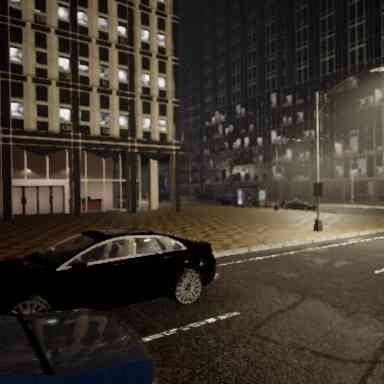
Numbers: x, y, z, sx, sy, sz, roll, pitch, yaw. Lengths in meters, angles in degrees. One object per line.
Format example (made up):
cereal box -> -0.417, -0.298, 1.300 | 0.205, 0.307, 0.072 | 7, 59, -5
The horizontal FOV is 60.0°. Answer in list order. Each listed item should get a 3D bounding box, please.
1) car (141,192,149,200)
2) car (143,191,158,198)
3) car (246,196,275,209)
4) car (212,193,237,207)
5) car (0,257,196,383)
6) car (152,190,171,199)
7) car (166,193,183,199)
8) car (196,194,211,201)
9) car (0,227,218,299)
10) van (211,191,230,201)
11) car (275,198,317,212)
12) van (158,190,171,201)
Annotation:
car -> -10.886, 0.987, 68.662 | 2.008, 1.369, 4.403 | -1, 1, -34
car -> -10.412, 0.619, 82.773 | 1.967, 1.590, 4.097 | -1, 1, -34
car -> 8.326, 1.335, 40.490 | 1.802, 1.307, 4.206 | -1, 1, -34
car -> 5.157, 1.267, 45.207 | 1.947, 1.339, 4.313 | -1, 1, -34
car -> -2.708, 1.550, 1.749 | 5.357, 1.411, 2.033 | 0, 0, -36
car -> -7.195, 0.547, 78.087 | 2.192, 1.841, 5.009 | -1, 1, -34
car -> -3.977, 0.868, 73.405 | 1.802, 1.307, 4.206 | -1, 1, -34
car -> 2.458, 0.976, 64.034 | 1.802, 1.307, 4.206 | -1, 1, -34
car -> -1.729, 1.488, 6.444 | 4.902, 1.511, 2.128 | 0, 0, -36
van -> 5.674, 0.788, 59.346 | 1.690, 1.788, 3.998 | -1, 1, -34
car -> 11.529, 1.371, 35.793 | 1.947, 1.339, 4.313 | -1, 1, -34
van -> -4.451, 0.884, 59.289 | 1.690, 1.788, 3.998 | -1, 1, -34
